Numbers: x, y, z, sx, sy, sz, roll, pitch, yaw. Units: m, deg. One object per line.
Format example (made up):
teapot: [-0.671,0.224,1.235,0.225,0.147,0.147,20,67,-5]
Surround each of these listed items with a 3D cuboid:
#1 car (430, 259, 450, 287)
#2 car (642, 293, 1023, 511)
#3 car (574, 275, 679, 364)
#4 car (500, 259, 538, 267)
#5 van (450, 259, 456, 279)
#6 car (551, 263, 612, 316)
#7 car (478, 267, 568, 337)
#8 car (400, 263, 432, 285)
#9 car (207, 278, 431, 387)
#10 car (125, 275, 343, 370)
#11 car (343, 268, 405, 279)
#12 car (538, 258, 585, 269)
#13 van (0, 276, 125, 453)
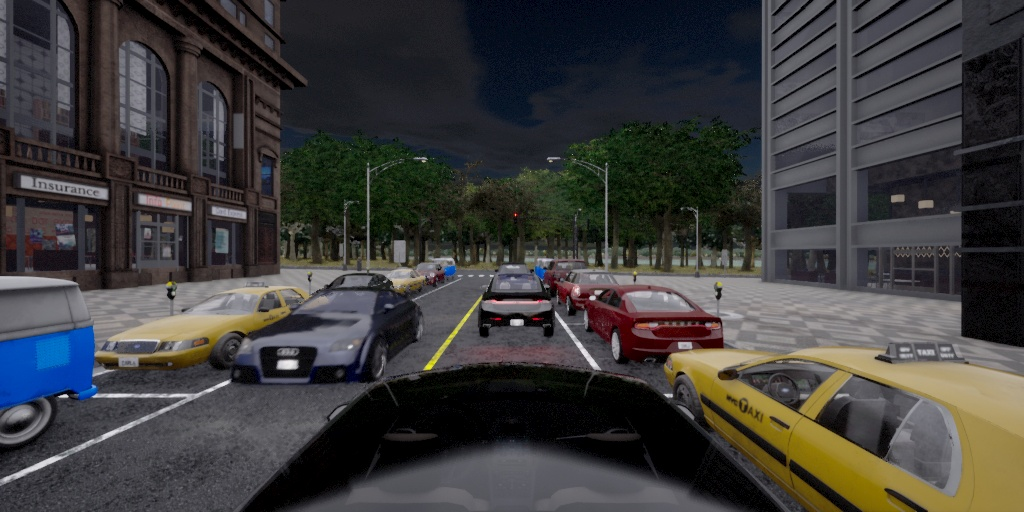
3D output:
car: [-5.736,1.192,24.278,1.967,1.591,4.097,0,0,0]
car: [2.763,1.275,2.688,1.751,1.417,4.829,0,0,0]
car: [2.769,1.295,7.956,1.888,1.381,4.507,0,0,0]
car: [0.122,1.103,19.234,2.097,1.767,4.553,0,0,1]
van: [-5.729,1.094,29.716,1.690,1.789,3.998,0,0,0]
car: [2.776,1.190,13.393,1.967,1.591,4.097,0,0,0]
car: [0.111,1.241,10.269,2.128,1.511,4.902,0,0,0]
car: [-5.743,1.276,18.671,1.751,1.417,4.829,0,0,0]
car: [-3.092,1.314,6.938,1.994,1.385,4.181,0,0,0]
car: [-5.756,1.275,7.796,1.751,1.417,4.829,0,0,0]
car: [-5.749,1.316,13.403,1.948,1.339,4.313,0,0,0]
car: [2.783,1.065,18.831,2.192,1.841,5.009,0,0,0]
van: [-5.762,1.091,2.529,1.690,1.789,3.998,0,0,0]
